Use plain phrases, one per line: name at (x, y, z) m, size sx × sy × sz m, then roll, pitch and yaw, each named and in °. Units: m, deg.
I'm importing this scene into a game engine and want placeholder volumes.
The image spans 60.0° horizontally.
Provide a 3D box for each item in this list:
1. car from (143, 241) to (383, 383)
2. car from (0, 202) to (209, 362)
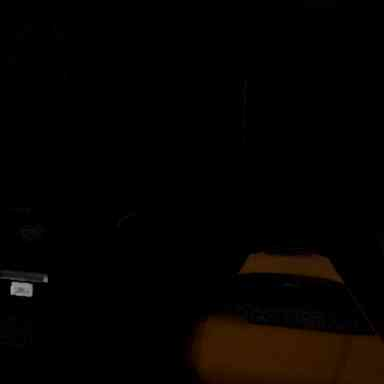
car at (1.330, 1.477, 4.674) m, size 1.946 × 1.575 × 5.366 m, roll 0°, pitch -1°, yaw 16°
car at (-1.171, 1.210, 6.285) m, size 2.435 × 2.045 × 5.566 m, roll 0°, pitch -1°, yaw 16°
